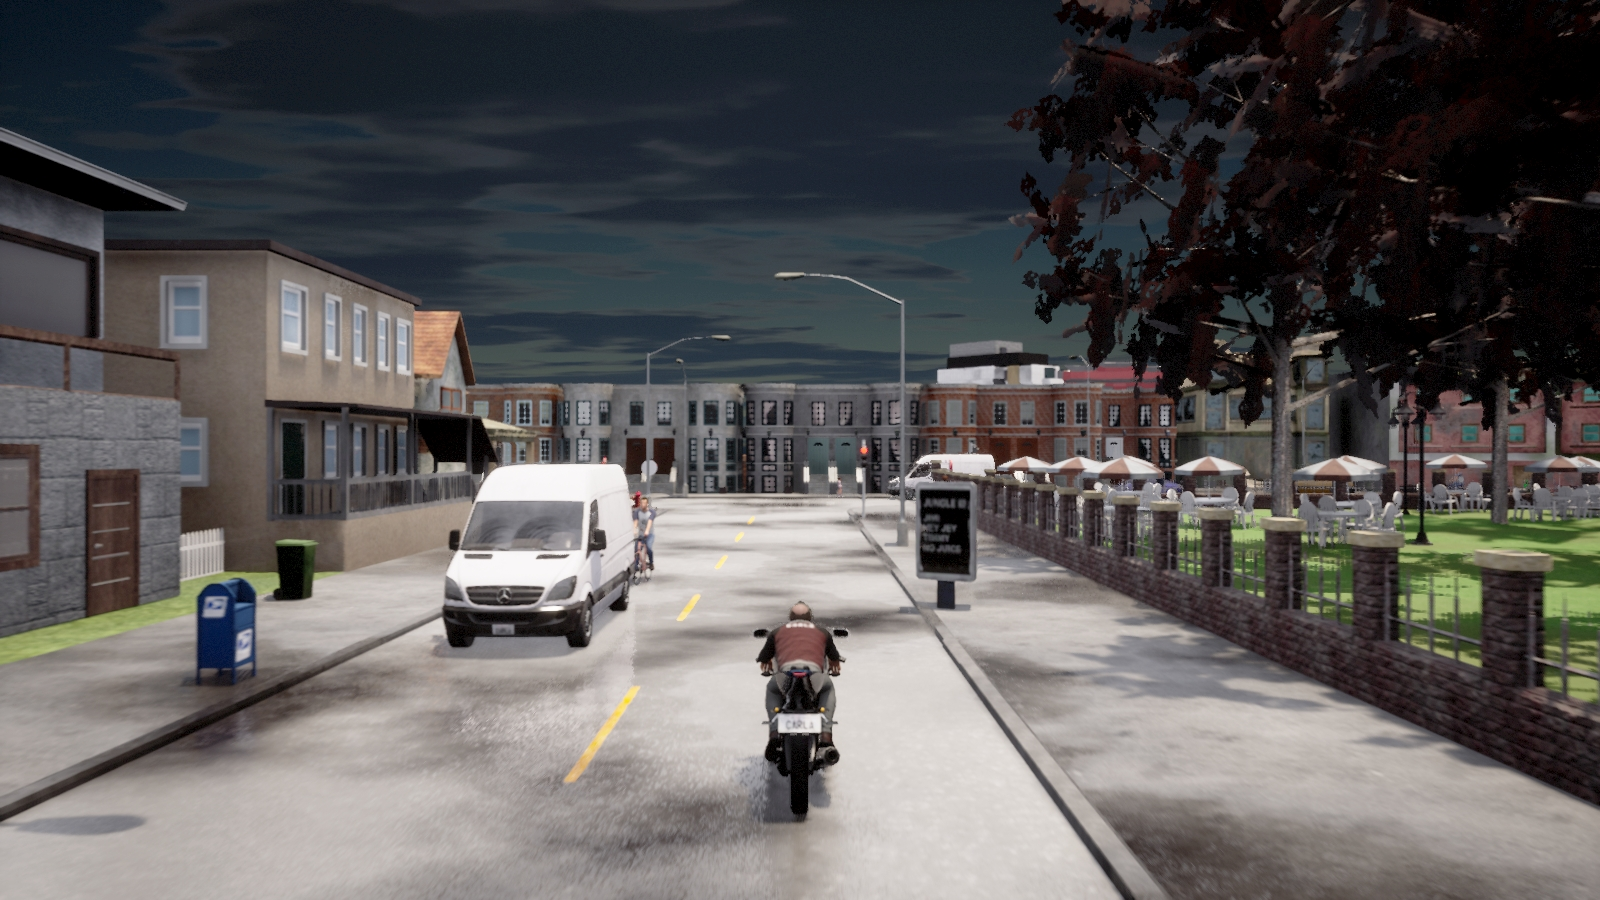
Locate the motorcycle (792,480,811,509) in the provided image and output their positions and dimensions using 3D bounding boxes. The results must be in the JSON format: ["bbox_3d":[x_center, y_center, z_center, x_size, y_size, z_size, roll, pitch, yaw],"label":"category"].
[{"bbox_3d":[0.067,1.979,51.301,0.867,1.251,2.209,0,0,0],"label":"motorcycle"}]

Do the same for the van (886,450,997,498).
[{"bbox_3d":[7.801,1.308,63.274,5.915,2.561,1.988,0,0,0],"label":"van"}]

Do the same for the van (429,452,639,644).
[{"bbox_3d":[-3.979,1.312,18.254,1.988,2.561,5.915,0,0,0],"label":"van"}]

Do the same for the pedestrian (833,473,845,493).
[{"bbox_3d":[2.254,1.897,66.043,0.500,1.100,0.500,0,0,-38],"label":"pedestrian"}]

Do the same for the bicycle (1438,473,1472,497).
[{"bbox_3d":[36.199,1.930,63.146,1.643,1.296,0.373,-1,0,1],"label":"bicycle"}]

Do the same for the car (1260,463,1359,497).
[{"bbox_3d":[28.066,1.637,63.081,4.605,1.855,1.932,0,0,2],"label":"car"}]

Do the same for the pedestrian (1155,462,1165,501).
[{"bbox_3d":[17.160,1.510,54.506,0.375,1.860,0.375,0,0,1],"label":"pedestrian"}]

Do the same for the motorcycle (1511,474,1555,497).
[{"bbox_3d":[40.324,1.957,62.875,1.805,1.236,0.856,0,1,11],"label":"motorcycle"}]
